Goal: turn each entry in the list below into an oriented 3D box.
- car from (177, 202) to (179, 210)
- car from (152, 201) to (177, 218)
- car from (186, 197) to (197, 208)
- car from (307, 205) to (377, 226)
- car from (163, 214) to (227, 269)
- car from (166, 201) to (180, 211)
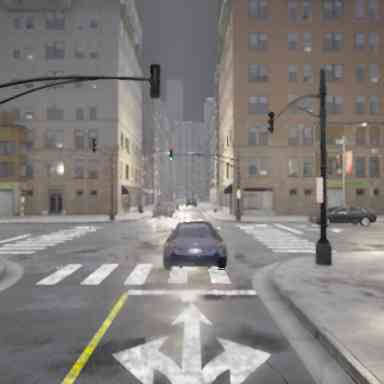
[{"bbox_3d":[-3.132,2.106,45.391,1.837,1.490,4.892,0,-1,0],"label":"car"},{"bbox_3d":[-3.093,1.829,36.297,2.097,1.767,4.553,0,-1,0],"label":"car"},{"bbox_3d":[-0.125,2.130,67.889,2.150,2.045,5.566,0,-1,0],"label":"car"},{"bbox_3d":[11.141,1.765,24.900,4.892,1.490,1.837,0,-1,0],"label":"car"},{"bbox_3d":[0.094,1.708,11.672,1.994,1.385,4.181,0,-1,0],"label":"car"},{"bbox_3d":[-3.129,2.230,55.370,2.128,1.511,4.902,0,-1,0],"label":"car"}]
